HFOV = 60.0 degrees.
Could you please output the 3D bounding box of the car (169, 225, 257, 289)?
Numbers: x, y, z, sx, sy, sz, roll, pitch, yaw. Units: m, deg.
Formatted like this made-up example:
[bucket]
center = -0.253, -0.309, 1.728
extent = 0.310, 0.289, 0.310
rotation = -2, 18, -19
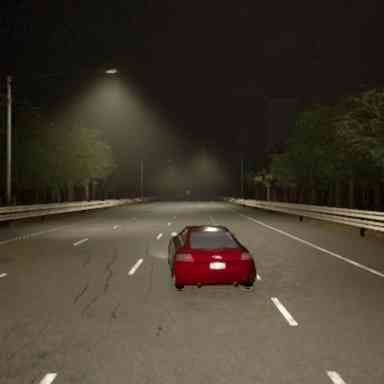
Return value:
[car]
center = 0.385, 1.617, 9.386
extent = 1.994, 1.385, 4.181
rotation = 0, 0, -5
